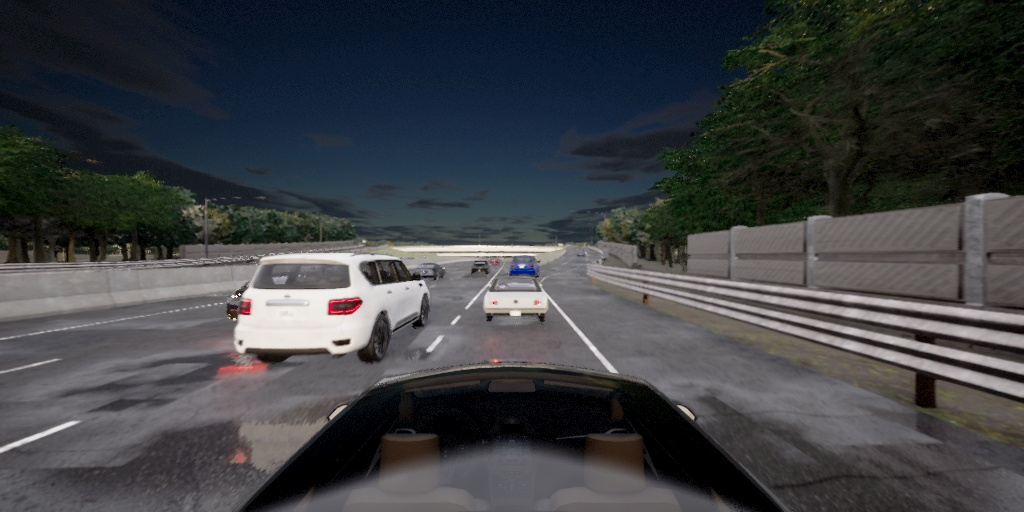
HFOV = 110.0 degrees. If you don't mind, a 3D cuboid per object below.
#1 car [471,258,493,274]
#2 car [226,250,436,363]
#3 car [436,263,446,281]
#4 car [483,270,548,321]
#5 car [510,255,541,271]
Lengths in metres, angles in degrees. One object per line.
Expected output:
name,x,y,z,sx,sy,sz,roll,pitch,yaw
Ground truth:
car,-3.442,1.248,40.111,1.837,1.490,4.892,0,0,0
car,-3.498,0.973,8.257,2.150,2.045,5.566,0,0,0
car,-6.852,1.291,29.959,2.033,1.411,5.357,0,0,0
car,0.111,1.348,12.435,1.895,1.301,4.718,0,0,0
car,1.193,0.968,31.025,2.150,2.045,5.566,0,0,9
